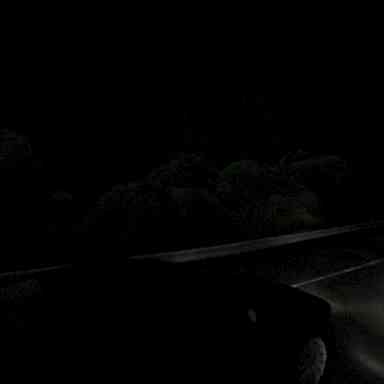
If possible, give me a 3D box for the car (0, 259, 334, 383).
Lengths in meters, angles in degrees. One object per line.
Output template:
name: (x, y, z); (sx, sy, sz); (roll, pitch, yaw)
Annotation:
car: (-0.510, 1.476, 3.469); (5.008, 1.535, 1.882); (0, 0, -36)
